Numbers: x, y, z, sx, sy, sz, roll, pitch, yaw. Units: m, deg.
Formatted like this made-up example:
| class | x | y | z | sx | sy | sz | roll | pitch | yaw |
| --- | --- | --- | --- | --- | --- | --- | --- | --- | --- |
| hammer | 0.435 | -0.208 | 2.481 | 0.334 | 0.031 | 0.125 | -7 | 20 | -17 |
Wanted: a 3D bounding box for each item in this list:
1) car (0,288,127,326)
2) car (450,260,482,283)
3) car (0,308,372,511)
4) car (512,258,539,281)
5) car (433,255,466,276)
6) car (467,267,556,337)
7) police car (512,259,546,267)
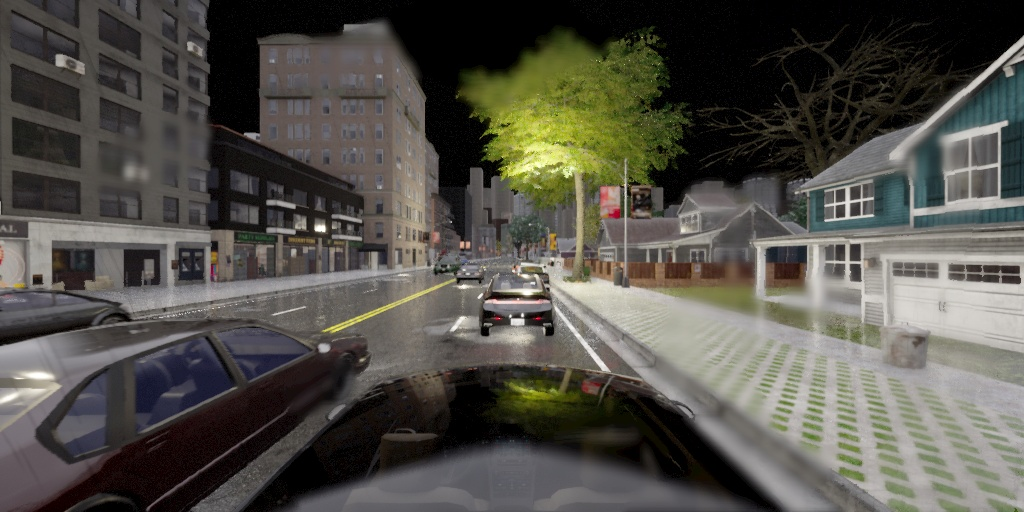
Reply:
| class | x | y | z | sx | sy | sz | roll | pitch | yaw |
| --- | --- | --- | --- | --- | --- | --- | --- | --- | --- |
| car | -9.832 | 1.312 | 6.594 | 1.994 | 1.385 | 4.181 | 0 | 0 | 0 |
| car | -3.051 | 1.275 | 27.200 | 2.033 | 1.411 | 5.357 | 0 | 0 | -1 |
| car | -3.145 | 1.296 | 3.203 | 2.033 | 1.411 | 5.357 | 0 | 0 | 0 |
| car | 1.082 | 1.075 | 30.424 | 2.097 | 1.767 | 4.553 | 0 | 0 | 0 |
| car | -6.470 | 0.937 | 36.672 | 2.150 | 2.045 | 5.566 | 0 | 0 | 0 |
| car | 0.131 | 1.237 | 10.315 | 2.128 | 1.511 | 4.902 | 0 | 0 | 0 |
| police car | 1.045 | 1.161 | 20.564 | 1.930 | 1.638 | 5.238 | 0 | 0 | 0 |
